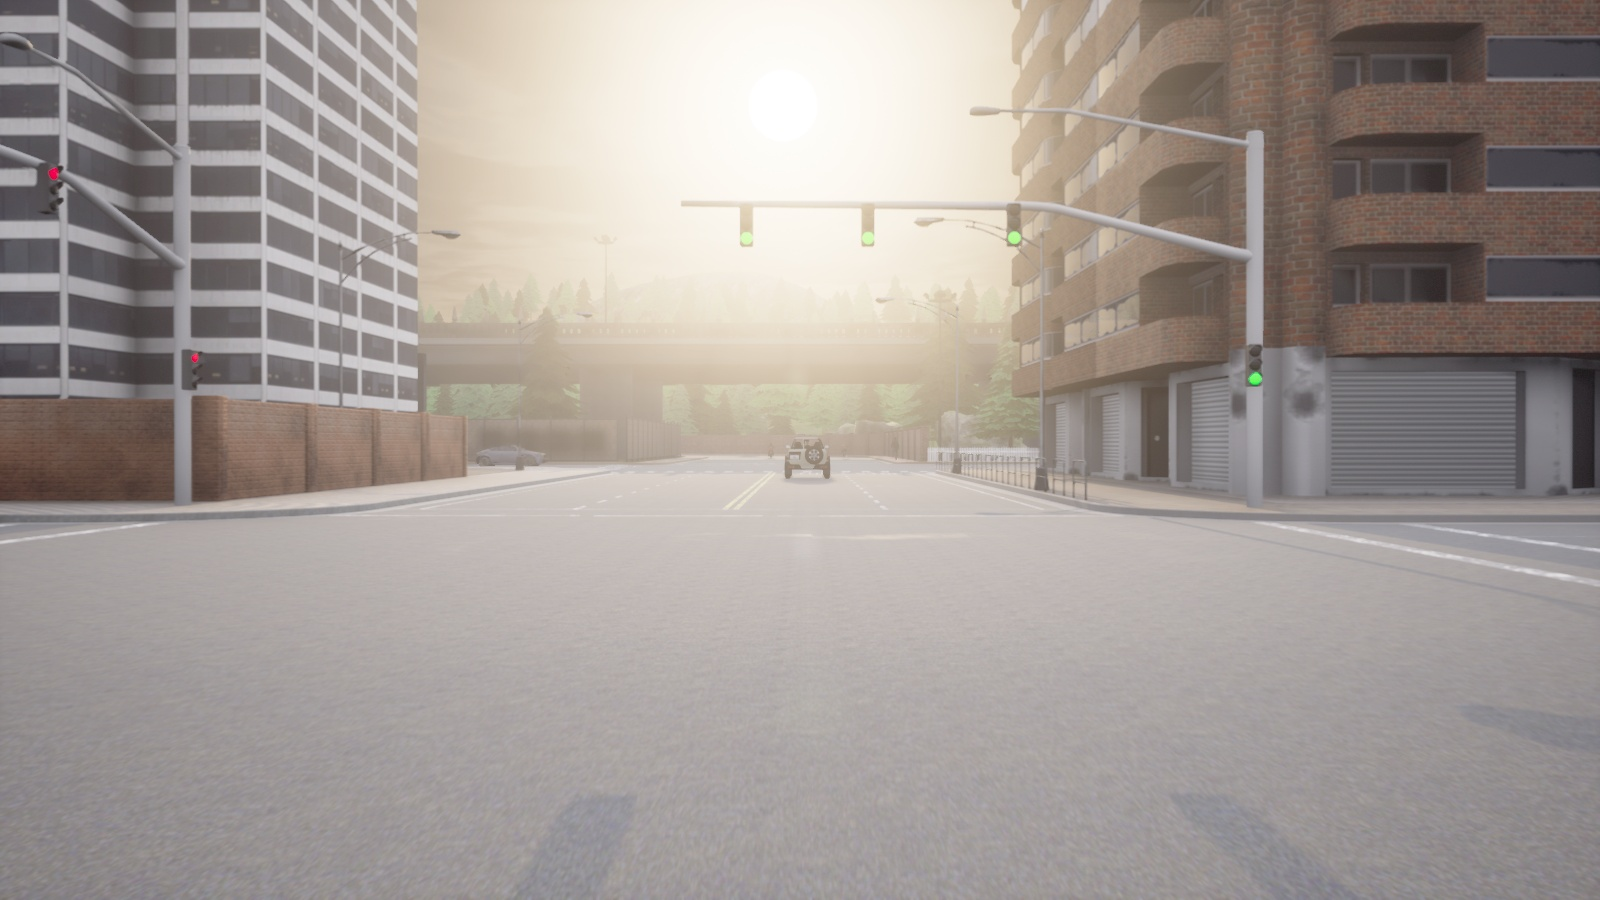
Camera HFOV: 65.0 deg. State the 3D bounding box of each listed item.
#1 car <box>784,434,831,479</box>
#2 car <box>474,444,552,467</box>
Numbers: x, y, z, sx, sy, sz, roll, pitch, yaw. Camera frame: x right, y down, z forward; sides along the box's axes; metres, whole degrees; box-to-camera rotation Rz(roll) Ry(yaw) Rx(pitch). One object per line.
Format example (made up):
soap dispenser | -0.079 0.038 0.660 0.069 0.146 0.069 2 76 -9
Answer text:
car | 0.319 0.258 53.759 1.932 1.855 4.605 0 0 0
car | -17.081 0.317 74.766 4.181 1.385 1.994 0 0 0
